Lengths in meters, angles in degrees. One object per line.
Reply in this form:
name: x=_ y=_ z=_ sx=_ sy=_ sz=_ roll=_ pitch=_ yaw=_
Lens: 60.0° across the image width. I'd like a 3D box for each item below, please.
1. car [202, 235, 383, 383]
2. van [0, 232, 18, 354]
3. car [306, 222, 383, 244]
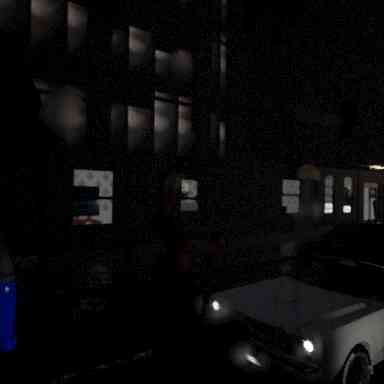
car: x=2.484 y=1.639 z=5.150 sx=4.718 sy=1.301 sz=1.895 roll=1 pitch=0 yaw=-35
van: x=-4.095 y=1.331 z=3.629 sx=3.998 sy=1.788 sz=1.690 roll=1 pitch=0 yaw=-35
car: x=5.167 y=1.644 z=10.236 sx=4.313 sy=1.339 sz=1.947 roll=1 pitch=0 yaw=-35
